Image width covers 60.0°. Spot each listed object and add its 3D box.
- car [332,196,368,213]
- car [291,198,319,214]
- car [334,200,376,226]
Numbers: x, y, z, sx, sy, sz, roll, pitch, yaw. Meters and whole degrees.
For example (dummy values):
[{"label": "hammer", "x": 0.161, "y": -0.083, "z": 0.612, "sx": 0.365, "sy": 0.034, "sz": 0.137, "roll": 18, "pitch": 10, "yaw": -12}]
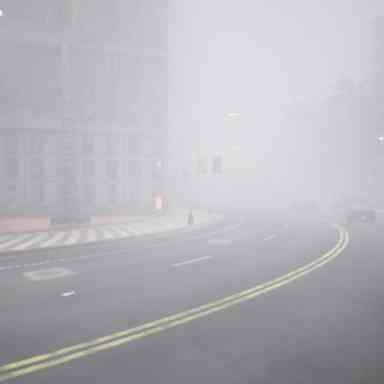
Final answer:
[{"label": "car", "x": 17.315, "y": 1.455, "z": 36.454, "sx": 2.150, "sy": 2.045, "sz": 5.566, "roll": 0, "pitch": 0, "yaw": 1}, {"label": "car", "x": 13.611, "y": 1.641, "z": 40.413, "sx": 2.097, "sy": 1.767, "sz": 4.553, "roll": 0, "pitch": -1, "yaw": -2}, {"label": "car", "x": 12.346, "y": 1.637, "z": 25.148, "sx": 1.882, "sy": 1.535, "sz": 5.008, "roll": 0, "pitch": -1, "yaw": 15}]
